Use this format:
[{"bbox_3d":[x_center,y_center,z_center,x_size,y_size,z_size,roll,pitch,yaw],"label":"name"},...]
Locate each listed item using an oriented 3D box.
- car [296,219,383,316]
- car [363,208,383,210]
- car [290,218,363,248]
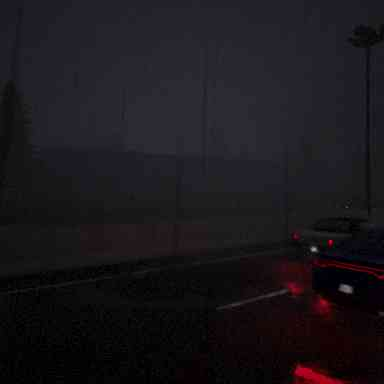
[{"bbox_3d":[4.642,1.475,7.084,5.008,1.535,1.882,0,0,-35],"label":"car"},{"bbox_3d":[20.350,1.554,35.696,4.181,1.385,1.994,0,0,-35],"label":"car"},{"bbox_3d":[5.814,1.598,12.204,4.718,1.301,1.895,0,0,-35],"label":"car"}]
